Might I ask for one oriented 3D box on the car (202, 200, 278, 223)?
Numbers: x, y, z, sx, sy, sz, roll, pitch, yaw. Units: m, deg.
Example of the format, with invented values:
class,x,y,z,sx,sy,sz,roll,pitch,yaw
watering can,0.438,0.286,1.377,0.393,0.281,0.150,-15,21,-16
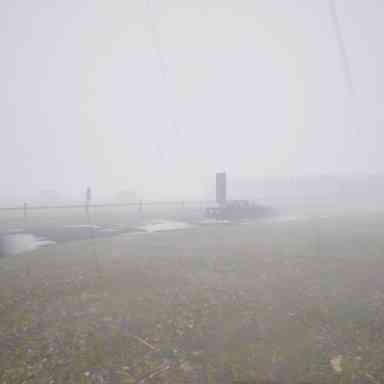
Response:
class,x,y,z,sx,sy,sz,roll,pitch,yaw
car,3.274,1.206,22.064,5.357,1.411,2.033,-1,0,-34
